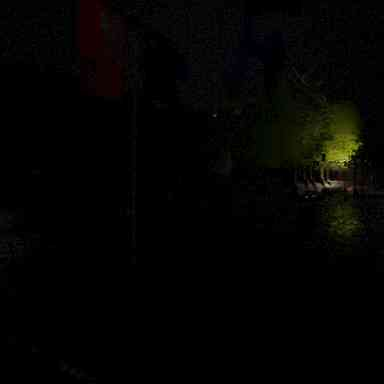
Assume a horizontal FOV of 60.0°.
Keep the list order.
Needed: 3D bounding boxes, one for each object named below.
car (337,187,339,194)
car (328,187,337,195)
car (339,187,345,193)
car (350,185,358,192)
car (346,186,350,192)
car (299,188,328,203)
[{"bbox_3d":[27.954,-0.272,67.807,1.752,1.417,4.829,3,3,36],"label":"car"},{"bbox_3d":[26.826,-0.203,66.188,2.008,1.369,4.403,3,3,36],"label":"car"},{"bbox_3d":[30.996,-0.358,71.977,2.008,1.369,4.403,3,3,36],"label":"car"},{"bbox_3d":[40.498,-0.669,85.279,1.802,1.307,4.206,2,3,36],"label":"car"},{"bbox_3d":[34.163,-0.459,76.411,1.947,1.339,4.313,2,3,36],"label":"car"},{"bbox_3d":[14.187,0.531,39.384,1.994,1.385,4.181,1,2,36],"label":"car"}]
